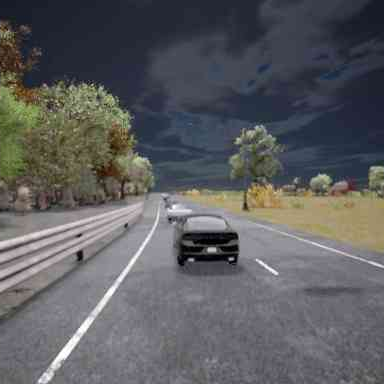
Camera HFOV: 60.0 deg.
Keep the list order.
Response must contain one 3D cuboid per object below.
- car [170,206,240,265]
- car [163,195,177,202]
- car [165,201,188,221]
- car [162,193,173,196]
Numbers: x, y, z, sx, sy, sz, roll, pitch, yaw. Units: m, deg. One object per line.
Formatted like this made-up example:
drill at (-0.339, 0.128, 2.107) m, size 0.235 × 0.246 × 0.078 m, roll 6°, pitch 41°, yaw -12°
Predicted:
car at (0.344, 1.499, 11.910) m, size 1.882 × 1.535 × 5.008 m, roll 0°, pitch 0°, yaw -5°
car at (-2.999, 1.623, 48.844) m, size 2.033 × 1.411 × 5.357 m, roll 0°, pitch 0°, yaw -5°
car at (-1.067, 1.648, 27.486) m, size 1.895 × 1.301 × 4.718 m, roll 0°, pitch 0°, yaw -5°
car at (-6.098, 1.607, 83.114) m, size 1.837 × 1.490 × 4.892 m, roll 0°, pitch 0°, yaw -5°
